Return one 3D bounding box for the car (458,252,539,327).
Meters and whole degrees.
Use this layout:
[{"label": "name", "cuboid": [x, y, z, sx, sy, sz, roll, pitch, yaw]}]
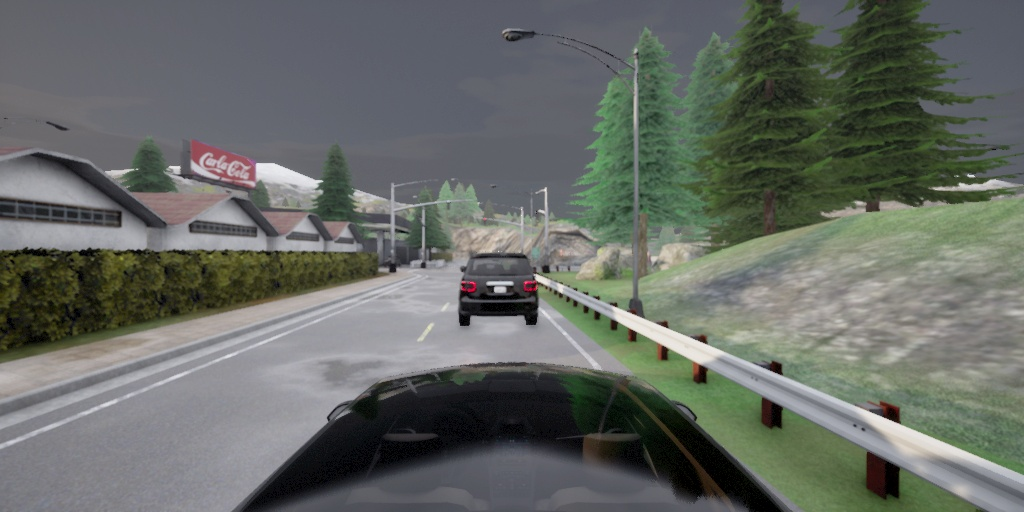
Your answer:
[{"label": "car", "cuboid": [-0.495, 0.906, 11.484, 2.150, 2.045, 5.566, 0, 0, -4]}]
